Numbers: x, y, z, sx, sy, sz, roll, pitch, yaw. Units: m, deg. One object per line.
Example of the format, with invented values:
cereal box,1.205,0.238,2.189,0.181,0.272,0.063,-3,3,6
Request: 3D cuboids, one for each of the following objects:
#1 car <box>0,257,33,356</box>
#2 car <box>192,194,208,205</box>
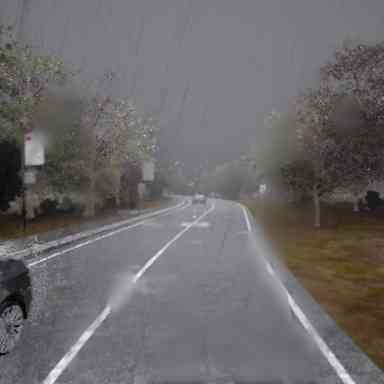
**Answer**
car,-3.428,1.464,3.163,2.128,1.511,4.902,0,0,2
car,1.085,1.059,46.157,1.812,1.442,4.674,0,1,4
